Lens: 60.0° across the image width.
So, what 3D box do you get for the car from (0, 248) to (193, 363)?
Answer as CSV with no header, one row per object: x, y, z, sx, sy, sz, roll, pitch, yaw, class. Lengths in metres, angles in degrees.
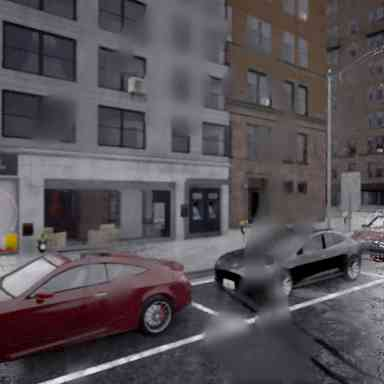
-1.932,1.588,5.154,4.206,1.307,1.802,0,0,-35,car

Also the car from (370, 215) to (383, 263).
7.065,1.499,11.570,4.097,1.590,1.967,0,0,-35,car

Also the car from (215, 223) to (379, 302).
2.566,1.598,8.362,4.313,1.339,1.947,0,0,-35,car
